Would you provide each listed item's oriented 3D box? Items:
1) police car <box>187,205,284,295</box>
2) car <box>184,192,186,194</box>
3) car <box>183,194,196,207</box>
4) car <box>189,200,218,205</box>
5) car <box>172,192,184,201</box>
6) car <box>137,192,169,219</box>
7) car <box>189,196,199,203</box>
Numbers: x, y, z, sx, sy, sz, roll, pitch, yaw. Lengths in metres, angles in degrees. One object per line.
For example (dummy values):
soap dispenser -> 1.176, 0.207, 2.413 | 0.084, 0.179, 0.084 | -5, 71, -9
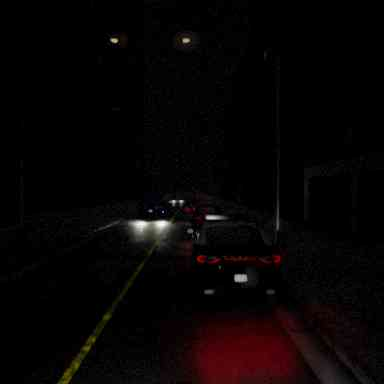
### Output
police car -> 0.899, 1.365, 8.704 | 1.930, 1.638, 5.238 | 0, 0, 0
car -> -0.006, 1.107, 58.729 | 1.882, 1.535, 5.008 | 0, 0, 0
car -> 0.013, 1.309, 46.002 | 1.895, 1.301, 4.718 | 0, 0, 1
car -> 0.899, 1.402, 18.595 | 1.812, 1.442, 4.674 | 0, 0, 0
car -> -3.007, 1.082, 69.342 | 1.812, 1.442, 4.674 | 0, 0, 0
car -> -3.104, 1.040, 27.684 | 2.150, 2.045, 5.566 | 0, 0, 0
car -> 0.897, 1.316, 24.595 | 1.882, 1.535, 5.008 | 0, 0, 0
